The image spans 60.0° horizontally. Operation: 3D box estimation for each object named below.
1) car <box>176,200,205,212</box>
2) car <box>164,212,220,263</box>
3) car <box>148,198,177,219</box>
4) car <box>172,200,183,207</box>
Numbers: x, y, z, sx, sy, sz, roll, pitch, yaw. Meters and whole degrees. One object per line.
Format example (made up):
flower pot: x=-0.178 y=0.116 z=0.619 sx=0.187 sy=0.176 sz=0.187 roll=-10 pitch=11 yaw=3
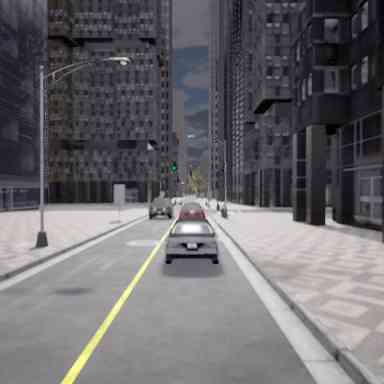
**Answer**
car: x=0.024 y=1.679 z=28.429 sx=2.097 sy=1.767 sz=4.553 roll=0 pitch=-1 yaw=1
car: x=0.010 y=1.683 z=12.518 sx=2.033 sy=1.411 sz=5.357 roll=0 pitch=-1 yaw=0
car: x=-3.012 y=1.622 z=33.537 sx=2.150 sy=2.045 sz=5.566 roll=0 pitch=-1 yaw=0
car: x=-3.002 y=2.399 z=71.240 sx=2.128 sy=1.511 sz=4.902 roll=0 pitch=-1 yaw=0
